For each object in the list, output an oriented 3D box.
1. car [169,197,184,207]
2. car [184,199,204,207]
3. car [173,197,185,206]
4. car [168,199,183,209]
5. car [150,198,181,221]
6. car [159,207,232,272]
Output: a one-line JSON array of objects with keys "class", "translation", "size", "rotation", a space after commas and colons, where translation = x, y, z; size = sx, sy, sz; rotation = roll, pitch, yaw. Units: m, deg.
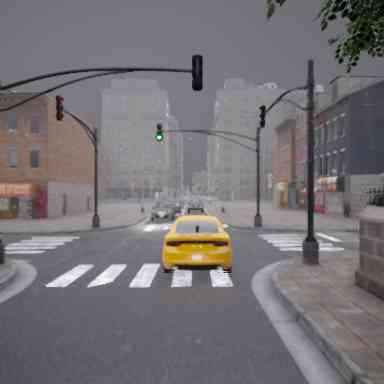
[{"class": "car", "translation": [-2.283, 1.399, 37.531], "size": [2.097, 1.767, 4.553], "rotation": [0, 0, 0]}, {"class": "car", "translation": [0.407, 1.596, 38.960], "size": [2.033, 1.411, 5.357], "rotation": [0, 0, 0]}, {"class": "car", "translation": [-2.212, 1.576, 57.793], "size": [1.837, 1.490, 4.892], "rotation": [0, 0, 0]}, {"class": "car", "translation": [-2.270, 1.660, 47.592], "size": [1.895, 1.301, 4.718], "rotation": [0, 0, 0]}, {"class": "car", "translation": [-2.286, 1.526, 27.596], "size": [2.128, 1.511, 4.902], "rotation": [0, 0, 0]}, {"class": "car", "translation": [0.190, 1.496, 10.864], "size": [1.882, 1.535, 5.008], "rotation": [0, 0, 1]}]
